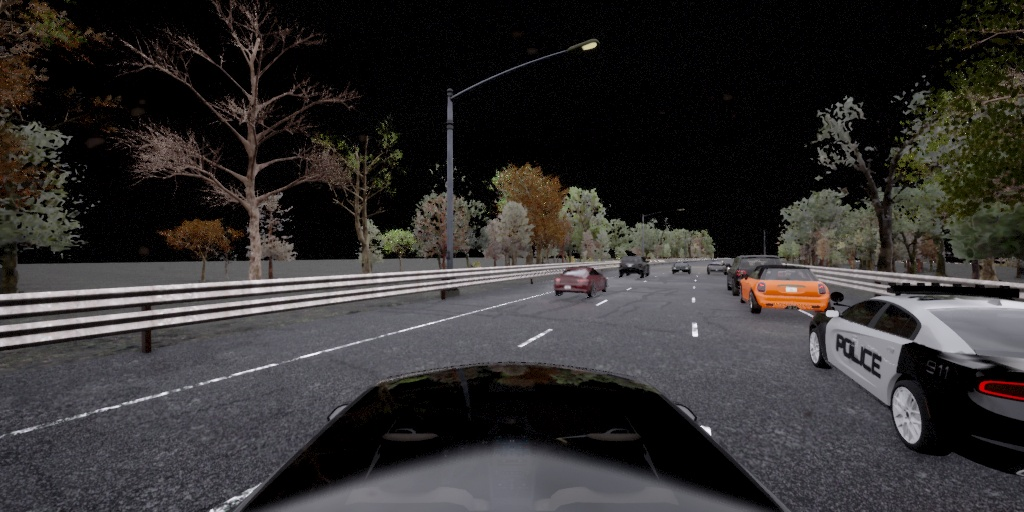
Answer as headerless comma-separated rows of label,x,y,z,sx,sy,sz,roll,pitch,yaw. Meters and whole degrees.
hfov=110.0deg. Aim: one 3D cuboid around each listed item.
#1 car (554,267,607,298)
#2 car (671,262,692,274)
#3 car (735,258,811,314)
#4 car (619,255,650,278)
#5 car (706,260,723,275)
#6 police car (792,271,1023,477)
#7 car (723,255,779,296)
car,3.596,1.277,18.453,1.812,1.442,4.674,0,0,27
car,19.342,1.370,40.798,1.895,1.301,4.718,0,0,29
car,9.934,1.102,13.421,2.097,1.767,4.553,0,0,27
car,11.580,0.980,33.805,2.150,2.045,5.566,0,0,28
car,22.453,1.261,39.317,2.128,1.511,4.902,0,0,29
police car,5.608,1.175,4.699,1.930,1.638,5.238,0,0,26
car,12.647,0.978,18.754,2.150,2.045,5.566,0,0,27
